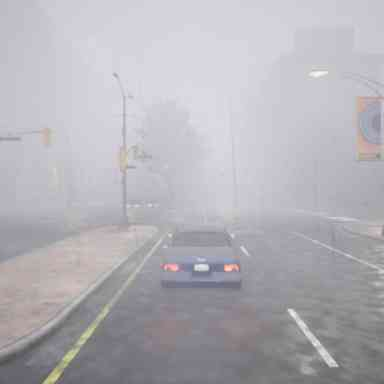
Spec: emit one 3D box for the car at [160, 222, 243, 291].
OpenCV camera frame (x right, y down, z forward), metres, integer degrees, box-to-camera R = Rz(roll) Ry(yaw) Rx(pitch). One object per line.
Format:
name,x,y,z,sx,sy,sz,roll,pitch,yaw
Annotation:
car,0.251,1.537,9.075,2.033,1.411,5.357,0,0,2

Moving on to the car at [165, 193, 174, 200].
car,-6.140,1.247,90.222,2.097,1.767,4.553,0,0,1

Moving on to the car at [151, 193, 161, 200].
car,-9.644,1.249,90.071,2.097,1.767,4.553,0,0,1

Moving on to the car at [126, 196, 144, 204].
car,-10.341,1.535,59.535,1.895,1.301,4.718,0,0,2

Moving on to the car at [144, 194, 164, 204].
car,-6.829,1.496,59.973,1.994,1.385,4.181,0,0,2

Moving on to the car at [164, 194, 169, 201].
car,-6.458,1.457,74.908,2.033,1.411,5.357,0,0,1
